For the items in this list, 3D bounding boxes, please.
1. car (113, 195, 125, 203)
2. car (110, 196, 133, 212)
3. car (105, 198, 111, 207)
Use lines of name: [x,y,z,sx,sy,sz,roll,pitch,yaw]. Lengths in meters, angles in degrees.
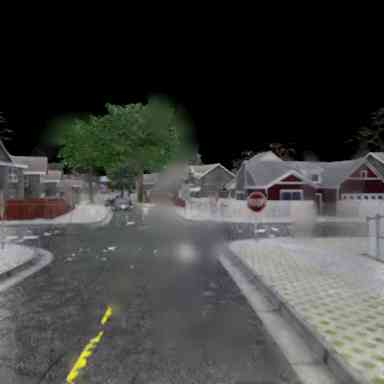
car: [-15.676,1.443,71.145,2.097,1.767,4.553,0,0,-18]
car: [-8.792,1.652,41.786,2.128,1.511,4.902,0,0,-16]
car: [-13.983,1.788,57.965,1.994,1.385,4.181,0,0,-19]
